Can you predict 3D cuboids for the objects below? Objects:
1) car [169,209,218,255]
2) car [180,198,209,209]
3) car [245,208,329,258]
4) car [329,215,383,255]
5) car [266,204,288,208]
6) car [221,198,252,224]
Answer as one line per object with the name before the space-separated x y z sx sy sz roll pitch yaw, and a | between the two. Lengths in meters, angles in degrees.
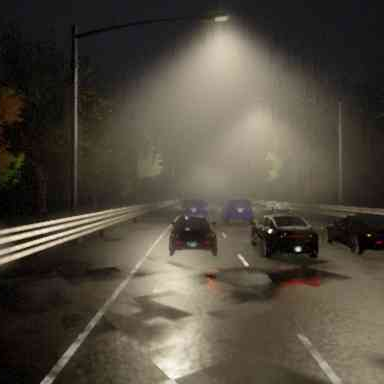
car | 0.068 1.670 13.872 1.812 1.442 4.674 0 0 1
car | 0.180 1.509 27.532 2.150 2.045 5.566 0 0 1
car | 3.561 1.648 13.460 1.837 1.490 4.892 0 0 1
car | 7.068 1.670 13.830 1.812 1.442 4.674 0 0 1
car | 7.204 1.785 28.379 2.128 1.511 4.902 0 0 1
car | 3.678 1.508 27.489 2.150 2.045 5.566 0 0 1
